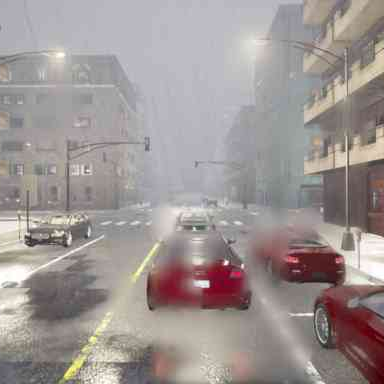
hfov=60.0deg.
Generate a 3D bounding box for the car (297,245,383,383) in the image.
[{"bbox_3d":[2.669,1.584,3.381,1.802,1.307,4.206,1,0,0],"label":"car"}]

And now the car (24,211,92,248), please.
[{"bbox_3d":[-5.764,1.558,14.794,2.008,1.369,4.403,1,0,0],"label":"car"}]

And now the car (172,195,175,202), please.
[{"bbox_3d":[-5.338,1.593,75.514,1.947,1.339,4.313,1,0,0],"label":"car"}]

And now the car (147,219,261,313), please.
[{"bbox_3d":[0.109,1.568,7.775,1.994,1.385,4.181,0,0,-1],"label":"car"}]

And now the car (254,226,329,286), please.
[{"bbox_3d":[2.671,1.587,9.052,1.802,1.307,4.206,1,0,0],"label":"car"}]

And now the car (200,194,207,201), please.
[{"bbox_3d":[3.004,1.576,69.762,2.008,1.369,4.403,1,0,0],"label":"car"}]

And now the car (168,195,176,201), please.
[{"bbox_3d":[-5.260,1.575,86.855,1.887,1.381,4.507,1,0,0],"label":"car"}]

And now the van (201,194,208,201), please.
[{"bbox_3d":[3.123,1.371,86.773,1.690,1.788,3.998,1,0,0],"label":"van"}]

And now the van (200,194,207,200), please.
[{"bbox_3d":[3.161,1.372,92.443,1.690,1.788,3.998,1,0,0],"label":"van"}]

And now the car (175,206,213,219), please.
[{"bbox_3d":[0.109,1.609,16.592,1.895,1.301,4.718,0,0,0],"label":"car"}]

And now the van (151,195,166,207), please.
[{"bbox_3d":[-5.563,1.362,52.840,1.690,1.788,3.998,1,0,0],"label":"van"}]

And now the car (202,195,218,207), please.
[{"bbox_3d":[2.985,1.570,51.175,2.008,1.369,4.403,1,0,0],"label":"car"}]

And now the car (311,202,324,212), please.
[{"bbox_3d":[15.563,1.527,36.942,4.507,1.381,1.887,0,-1,1],"label":"car"}]

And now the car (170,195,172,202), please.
[{"bbox_3d":[-5.413,1.464,64.173,1.967,1.590,4.097,1,0,0],"label":"car"}]

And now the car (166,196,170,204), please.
[{"bbox_3d":[-5.453,1.588,58.502,1.947,1.339,4.313,1,0,0],"label":"car"}]

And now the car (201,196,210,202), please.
[{"bbox_3d":[3.042,1.608,75.432,1.802,1.307,4.206,1,0,0],"label":"car"}]
